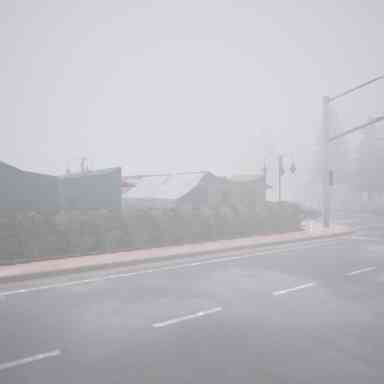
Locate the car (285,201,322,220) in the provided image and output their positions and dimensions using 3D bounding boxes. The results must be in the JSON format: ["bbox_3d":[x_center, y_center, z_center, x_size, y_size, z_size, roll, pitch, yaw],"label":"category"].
[{"bbox_3d":[8.505,1.505,28.065,1.837,1.490,4.892,0,0,-37],"label":"car"}]
